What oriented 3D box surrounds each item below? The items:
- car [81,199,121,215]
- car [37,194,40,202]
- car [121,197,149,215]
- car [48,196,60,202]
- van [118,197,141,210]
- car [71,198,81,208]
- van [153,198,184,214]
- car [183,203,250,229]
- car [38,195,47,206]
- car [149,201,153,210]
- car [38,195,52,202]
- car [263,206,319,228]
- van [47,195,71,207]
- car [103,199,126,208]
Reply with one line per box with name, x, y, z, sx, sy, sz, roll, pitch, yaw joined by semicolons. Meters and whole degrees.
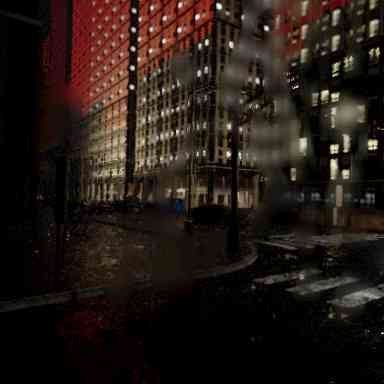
car;-9.358;1.559;33.991;2.008;1.369;4.403;2;-1;-35
car;-28.971;1.287;61.630;2.192;1.841;5.009;2;-1;-35
car;-6.887;1.579;34.992;2.128;1.511;4.902;2;-1;-35
car;-35.228;1.795;84.897;1.802;1.307;4.206;2;-1;-35
van;-9.061;1.592;48.056;1.690;1.788;3.998;2;-1;-35
car;-18.036;1.647;50.858;2.033;1.411;5.357;2;-1;-35
van;-2.522;1.606;38.843;1.690;1.788;3.998;2;-1;-35
car;1.766;1.587;22.796;1.882;1.535;5.008;2;-1;-35
car;-22.438;1.564;52.414;1.802;1.307;4.206;2;-1;-35
car;-5.797;1.808;43.446;2.008;1.369;4.403;2;-1;-35
car;-36.091;1.648;81.471;2.128;1.511;4.902;2;-1;-35
car;7.286;1.728;25.024;1.967;1.590;4.097;2;-1;-35
van;-19.162;1.329;47.812;1.690;1.788;3.998;2;-1;-35
car;-12.338;1.810;52.657;1.947;1.339;4.313;2;-1;-35
